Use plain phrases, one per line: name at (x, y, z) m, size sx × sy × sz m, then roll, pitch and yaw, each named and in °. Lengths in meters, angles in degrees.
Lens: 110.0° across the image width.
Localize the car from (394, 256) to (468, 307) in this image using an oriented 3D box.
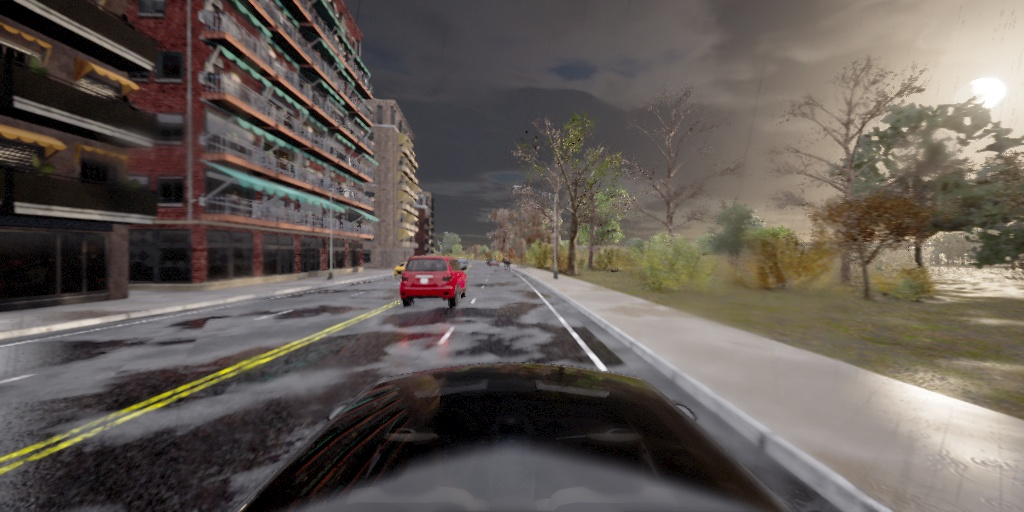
car at (-3.283, 1.012, 15.892) m, size 2.150 × 2.045 × 5.566 m, roll 0°, pitch 0°, yaw -1°

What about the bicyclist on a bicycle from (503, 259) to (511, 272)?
bicyclist on a bicycle at (-0.446, 1.233, 46.335) m, size 0.659 × 1.776 × 1.843 m, roll 0°, pitch 0°, yaw -4°

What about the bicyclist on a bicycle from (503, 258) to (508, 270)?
bicyclist on a bicycle at (-1.067, 1.253, 55.390) m, size 0.659 × 1.776 × 1.843 m, roll 0°, pitch 0°, yaw -4°

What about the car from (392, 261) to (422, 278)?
car at (-10.672, 1.327, 36.795) m, size 1.882 × 1.535 × 5.008 m, roll 0°, pitch 0°, yaw -3°
